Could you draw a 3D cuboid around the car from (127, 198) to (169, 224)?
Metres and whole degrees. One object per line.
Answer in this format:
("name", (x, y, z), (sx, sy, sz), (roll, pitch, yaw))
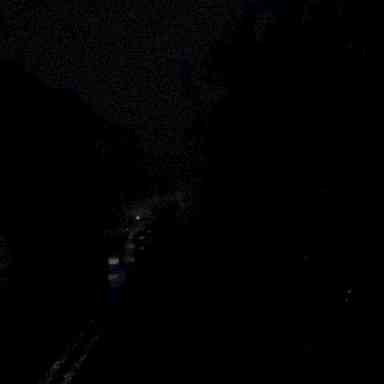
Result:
("car", (-3.362, 1.445, 24.543), (2.128, 1.511, 4.902), (0, 0, 6))

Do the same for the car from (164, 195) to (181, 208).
("car", (-2.830, 1.353, 41.254), (1.882, 1.535, 5.008), (0, 1, 2))

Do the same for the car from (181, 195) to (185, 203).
("car", (-2.247, 1.247, 62.589), (2.128, 1.511, 4.902), (0, 0, 1))

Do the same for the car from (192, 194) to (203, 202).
("car", (1.136, 1.247, 68.771), (2.033, 1.411, 5.357), (-1, 1, 1))

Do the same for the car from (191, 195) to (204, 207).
("car", (0.787, 1.384, 48.666), (2.033, 1.411, 5.357), (0, 0, 1))
